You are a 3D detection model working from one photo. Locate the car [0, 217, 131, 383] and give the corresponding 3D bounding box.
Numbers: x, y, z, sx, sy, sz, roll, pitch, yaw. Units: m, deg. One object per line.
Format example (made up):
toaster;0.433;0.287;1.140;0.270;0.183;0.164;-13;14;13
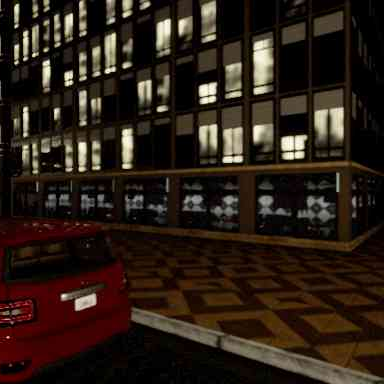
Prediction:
car;-3.134;1.313;5.110;5.009;1.841;2.192;0;0;36
